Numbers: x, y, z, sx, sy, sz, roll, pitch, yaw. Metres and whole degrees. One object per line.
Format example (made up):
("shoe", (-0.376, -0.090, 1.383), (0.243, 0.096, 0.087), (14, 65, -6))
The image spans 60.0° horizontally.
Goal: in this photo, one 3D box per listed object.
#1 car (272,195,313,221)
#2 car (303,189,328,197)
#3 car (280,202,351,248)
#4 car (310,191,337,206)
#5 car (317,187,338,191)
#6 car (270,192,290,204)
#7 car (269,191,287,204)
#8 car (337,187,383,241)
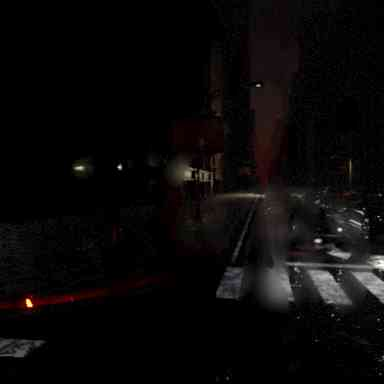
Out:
("car", (6.651, 1.137, 22.433), (1.895, 1.301, 4.718), (0, 1, 12))
("car", (12.593, 0.759, 34.923), (2.128, 1.511, 4.902), (0, 1, 12))
("car", (4.772, 1.313, 13.515), (1.895, 1.301, 4.718), (0, 1, 13))
("car", (10.452, 0.962, 24.725), (2.128, 1.511, 4.902), (0, 1, 12))
("car", (17.409, 0.339, 41.210), (2.150, 2.045, 5.566), (0, 1, 12))
("car", (8.578, 0.846, 31.638), (2.128, 1.511, 4.902), (0, 1, 12))
("car", (10.785, 0.691, 42.060), (2.033, 1.411, 5.357), (0, 1, 12))
("car", (8.387, 0.886, 14.842), (2.150, 2.045, 5.566), (0, 1, 12))
